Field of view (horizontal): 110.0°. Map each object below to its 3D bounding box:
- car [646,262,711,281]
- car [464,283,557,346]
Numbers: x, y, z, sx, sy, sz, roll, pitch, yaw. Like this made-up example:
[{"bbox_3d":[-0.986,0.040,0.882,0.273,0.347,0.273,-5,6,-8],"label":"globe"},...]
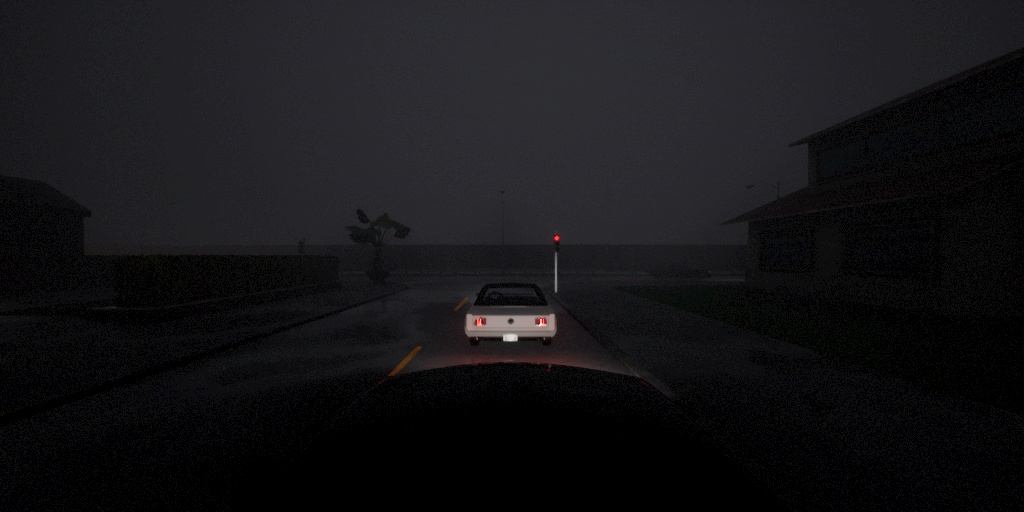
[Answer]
[{"bbox_3d":[13.526,1.233,29.184,4.902,1.511,2.128,0,0,1],"label":"car"},{"bbox_3d":[-0.026,1.349,9.400,1.895,1.301,4.718,0,0,0],"label":"car"}]
